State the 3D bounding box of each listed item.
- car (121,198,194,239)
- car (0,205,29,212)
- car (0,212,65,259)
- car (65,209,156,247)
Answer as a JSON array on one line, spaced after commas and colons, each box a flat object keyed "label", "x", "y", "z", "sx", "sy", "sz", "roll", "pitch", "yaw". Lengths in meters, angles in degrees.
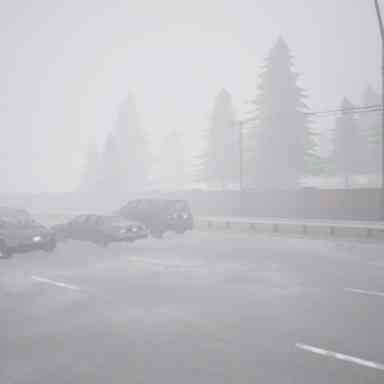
[{"label": "car", "x": -2.517, "y": 1.364, "z": 18.568, "sx": 5.566, "sy": 2.045, "sz": 2.150, "roll": 0, "pitch": 0, "yaw": 36}, {"label": "car", "x": -15.477, "y": 1.818, "z": 27.814, "sx": 4.892, "sy": 1.490, "sz": 1.837, "roll": 0, "pitch": 0, "yaw": 36}, {"label": "car", "x": -7.326, "y": 1.713, "z": 13.409, "sx": 4.181, "sy": 1.385, "sz": 1.994, "roll": -1, "pitch": 0, "yaw": 36}, {"label": "car", "x": -4.489, "y": 1.685, "z": 15.675, "sx": 5.357, "sy": 1.411, "sz": 2.033, "roll": -1, "pitch": 0, "yaw": 36}]
